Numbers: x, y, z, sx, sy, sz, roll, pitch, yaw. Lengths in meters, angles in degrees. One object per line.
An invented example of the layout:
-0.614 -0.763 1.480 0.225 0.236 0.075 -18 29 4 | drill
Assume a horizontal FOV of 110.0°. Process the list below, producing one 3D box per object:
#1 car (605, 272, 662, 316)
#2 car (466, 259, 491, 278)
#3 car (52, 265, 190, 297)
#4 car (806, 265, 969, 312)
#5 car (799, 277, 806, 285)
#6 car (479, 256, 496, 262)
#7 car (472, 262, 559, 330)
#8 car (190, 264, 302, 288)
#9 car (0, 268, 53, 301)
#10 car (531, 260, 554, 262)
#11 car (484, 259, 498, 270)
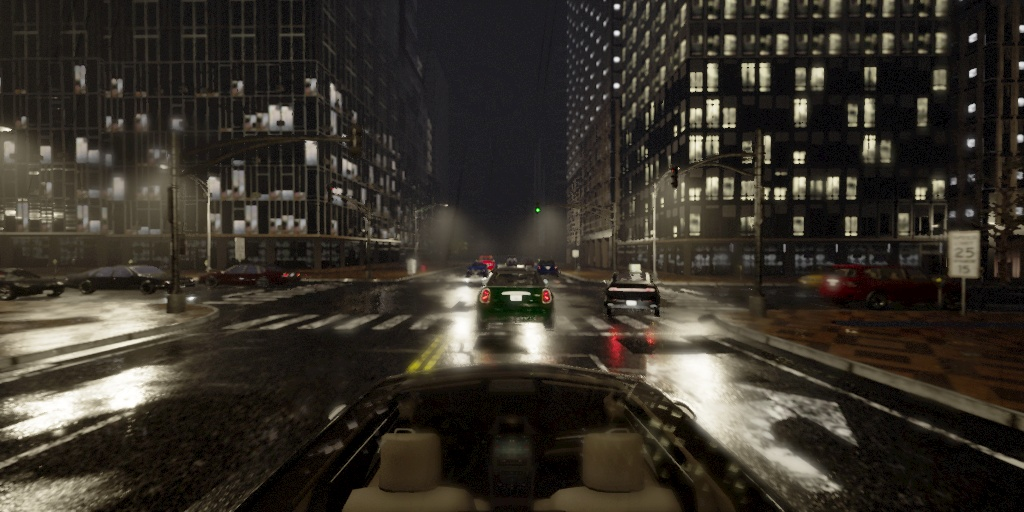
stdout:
4.728 1.361 13.998 2.128 1.511 4.902 -1 -1 20 | car
-3.349 1.329 35.423 1.812 1.442 4.674 0 0 0 | car
-19.708 1.187 18.569 5.357 1.411 2.033 0 1 0 | car
16.192 1.310 15.411 5.009 1.841 2.192 0 0 1 | car
21.802 1.455 23.696 4.829 1.417 1.751 0 0 1 | car
-3.333 1.038 45.647 2.150 2.045 5.566 0 0 0 | car
0.106 1.157 11.340 2.097 1.767 4.553 0 -2 0 | car
-15.871 1.175 21.821 5.357 1.411 2.033 0 1 0 | car
-22.733 1.215 15.936 4.313 1.339 1.948 0 0 1 | car
3.348 1.156 35.702 2.097 1.767 4.553 0 0 0 | car
-3.255 1.305 56.119 1.882 1.535 5.008 0 0 0 | car
